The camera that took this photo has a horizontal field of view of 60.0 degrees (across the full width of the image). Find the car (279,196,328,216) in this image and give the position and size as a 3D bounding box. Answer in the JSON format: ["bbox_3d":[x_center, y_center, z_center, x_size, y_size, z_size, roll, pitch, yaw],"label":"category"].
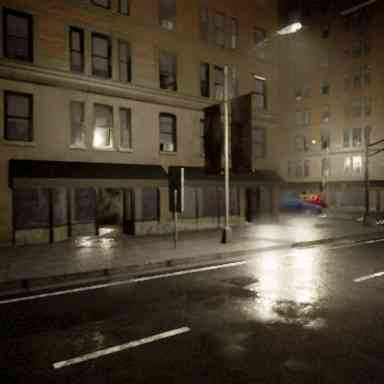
[{"bbox_3d":[10.284,1.466,32.585,1.882,1.535,5.008,-1,1,-44],"label":"car"}]

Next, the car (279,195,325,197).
[{"bbox_3d":[12.962,1.229,38.124,2.192,1.841,5.009,0,0,-44],"label":"car"}]

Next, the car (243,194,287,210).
[{"bbox_3d":[9.134,1.183,42.084,2.192,1.841,5.009,0,0,-44],"label":"car"}]
